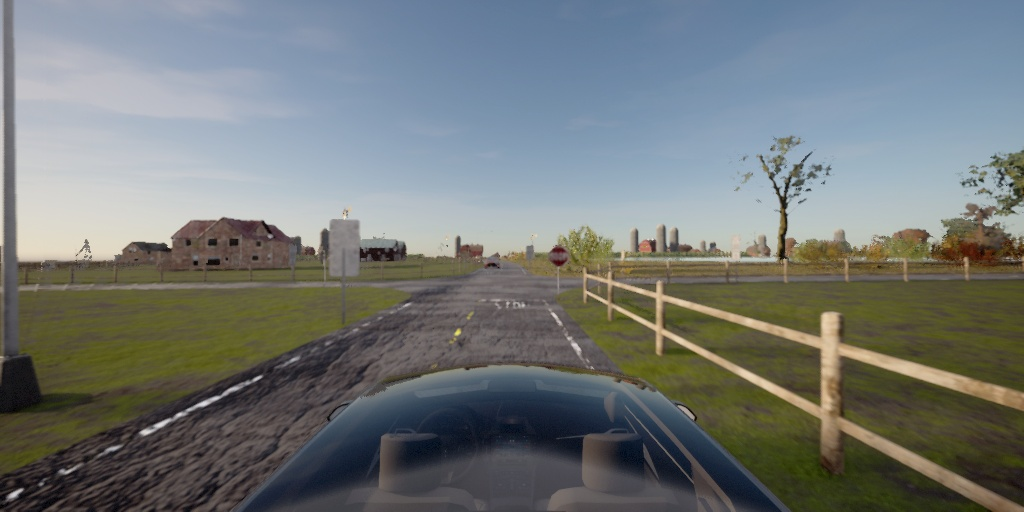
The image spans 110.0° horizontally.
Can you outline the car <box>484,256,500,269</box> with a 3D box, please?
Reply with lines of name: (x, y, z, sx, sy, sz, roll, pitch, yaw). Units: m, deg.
car: (-2.721, 0.837, 49.234, 2.097, 1.767, 4.553, 0, 0, -1)
